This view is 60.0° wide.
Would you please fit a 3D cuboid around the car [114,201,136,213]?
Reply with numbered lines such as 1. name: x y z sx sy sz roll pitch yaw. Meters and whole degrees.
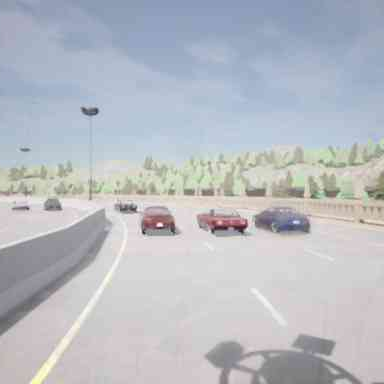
1. car: -7.517 1.599 37.210 1.895 1.301 4.718 0 0 -22

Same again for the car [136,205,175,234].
1. car: -2.085 1.518 19.288 1.812 1.442 4.674 0 0 -11

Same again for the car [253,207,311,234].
1. car: 5.023 1.527 19.176 1.994 1.385 4.181 0 0 -11

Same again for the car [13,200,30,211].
1. car: -21.222 1.651 41.363 1.895 1.301 4.718 0 0 -28

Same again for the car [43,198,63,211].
1. car: -17.104 1.539 40.908 1.837 1.490 4.892 0 0 -27

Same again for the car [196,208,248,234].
1. car: 1.552 1.578 19.040 1.895 1.301 4.718 0 0 -11
